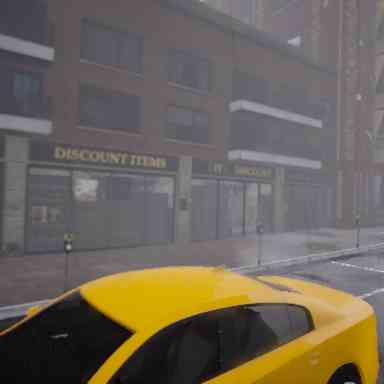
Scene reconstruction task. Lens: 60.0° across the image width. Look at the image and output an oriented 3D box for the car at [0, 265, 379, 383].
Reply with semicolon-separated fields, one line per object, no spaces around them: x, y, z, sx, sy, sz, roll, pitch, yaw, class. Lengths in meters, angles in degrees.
-0.397;1.486;2.785;5.008;1.535;1.882;1;0;-35;car
